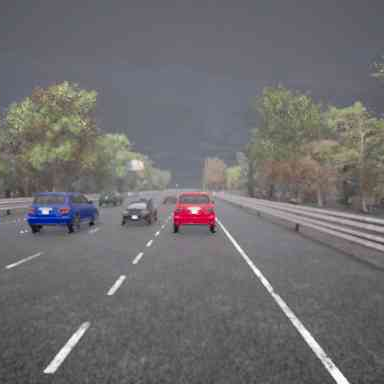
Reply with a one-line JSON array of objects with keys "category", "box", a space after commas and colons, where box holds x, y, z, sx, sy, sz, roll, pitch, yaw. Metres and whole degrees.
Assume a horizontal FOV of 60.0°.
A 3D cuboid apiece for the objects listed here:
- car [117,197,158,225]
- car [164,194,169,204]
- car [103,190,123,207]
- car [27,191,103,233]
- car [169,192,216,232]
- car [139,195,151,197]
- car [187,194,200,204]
[{"category": "car", "box": [-3.362, 1.298, 21.865, 1.812, 1.442, 4.674, 0, 0, 0]}, {"category": "car", "box": [-3.264, 0.987, 50.560, 1.837, 1.490, 4.892, 0, 1, 0]}, {"category": "car", "box": [-10.293, 0.783, 42.592, 2.150, 2.045, 5.566, 0, 1, 0]}, {"category": "car", "box": [-6.874, 1.027, 18.284, 2.150, 2.045, 5.566, 0, 0, 0]}, {"category": "car", "box": [0.127, 1.025, 18.676, 2.150, 2.045, 5.566, 0, 0, 0]}, {"category": "car", "box": [-6.773, 1.103, 48.259, 1.895, 1.301, 4.718, 0, 1, 0]}, {"category": "car", "box": [0.236, 1.046, 50.487, 1.994, 1.385, 4.181, 0, 1, 0]}]
